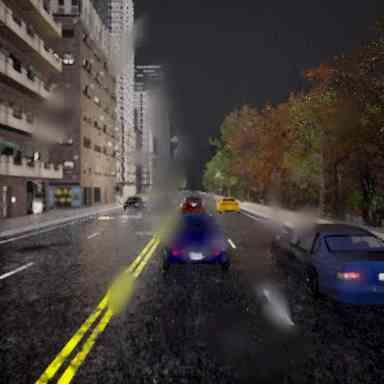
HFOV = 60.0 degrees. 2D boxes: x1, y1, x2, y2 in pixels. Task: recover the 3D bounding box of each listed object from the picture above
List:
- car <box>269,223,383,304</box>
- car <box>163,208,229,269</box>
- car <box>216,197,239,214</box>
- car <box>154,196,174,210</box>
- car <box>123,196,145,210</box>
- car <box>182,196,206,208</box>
[{"bbox_3d":[3.365,1.487,8.230,2.033,1.411,5.357,0,0,0],"label":"car"},{"bbox_3d":[0.120,1.446,10.727,1.812,1.442,4.674,0,0,0],"label":"car"},{"bbox_3d":[3.419,1.247,32.350,1.882,1.535,5.008,0,0,0],"label":"car"},{"bbox_3d":[-3.221,1.246,38.932,1.812,1.442,4.674,0,0,0],"label":"car"},{"bbox_3d":[-6.488,1.237,37.511,1.837,1.490,4.892,0,0,1],"label":"car"},{"bbox_3d":[0.164,1.133,30.515,2.097,1.767,4.553,0,0,0],"label":"car"}]
